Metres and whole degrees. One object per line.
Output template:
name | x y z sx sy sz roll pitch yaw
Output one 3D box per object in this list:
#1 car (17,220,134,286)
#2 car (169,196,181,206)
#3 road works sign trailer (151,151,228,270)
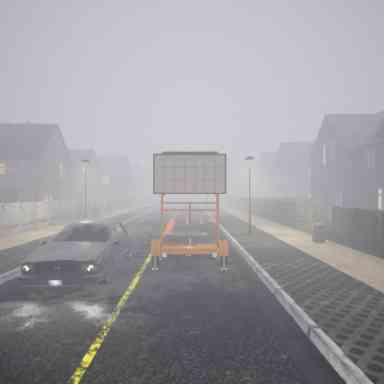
car | -2.919 1.549 9.735 2.033 1.411 5.357 0 0 0
car | -3.188 1.567 61.778 2.097 1.767 4.553 0 0 0
road works sign trailer | -0.070 0.467 11.009 2.380 3.560 2.880 0 0 0
